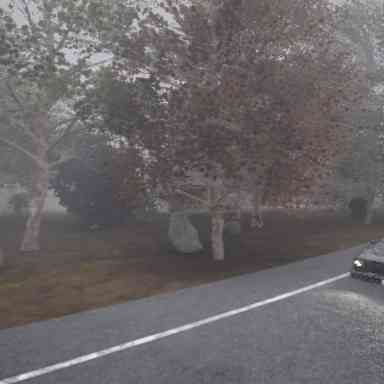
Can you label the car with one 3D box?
[{"bbox_3d":[6.193,1.536,8.790,5.357,1.411,2.033,0,0,-41],"label":"car"}]
